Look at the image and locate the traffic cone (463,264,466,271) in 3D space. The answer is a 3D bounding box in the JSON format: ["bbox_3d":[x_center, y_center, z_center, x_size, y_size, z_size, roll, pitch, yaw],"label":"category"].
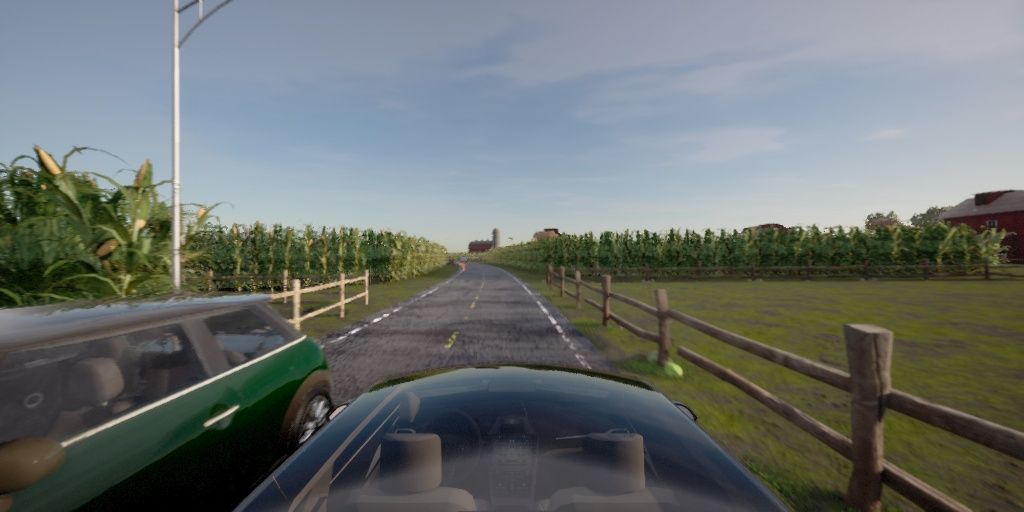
[{"bbox_3d":[-6.435,1.714,48.117,0.340,0.580,0.340,0,0,-6],"label":"traffic cone"}]

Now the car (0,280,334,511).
[{"bbox_3d":[-2.884,1.106,1.797,2.097,1.767,4.553,0,0,0],"label":"car"}]

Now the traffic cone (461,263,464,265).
[{"bbox_3d":[-7.009,1.714,53.055,0.340,0.580,0.340,0,0,-7],"label":"traffic cone"}]
